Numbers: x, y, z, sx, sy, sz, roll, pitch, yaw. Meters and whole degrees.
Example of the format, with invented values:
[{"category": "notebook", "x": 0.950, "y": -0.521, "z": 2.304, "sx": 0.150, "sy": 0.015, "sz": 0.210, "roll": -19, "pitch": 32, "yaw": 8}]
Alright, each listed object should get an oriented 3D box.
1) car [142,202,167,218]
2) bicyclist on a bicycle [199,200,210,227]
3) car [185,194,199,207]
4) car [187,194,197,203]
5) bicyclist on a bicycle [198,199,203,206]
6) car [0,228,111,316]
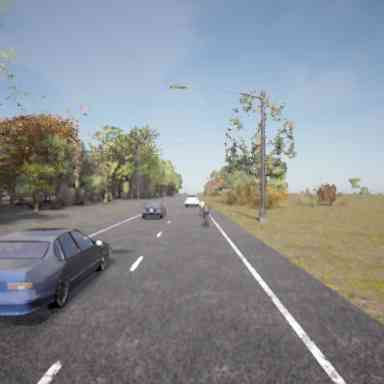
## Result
[{"category": "car", "x": -3.414, "y": 1.607, "z": 30.461, "sx": 2.033, "sy": 1.411, "sz": 5.357, "roll": 0, "pitch": 0, "yaw": 0}, {"category": "bicyclist on a bicycle", "x": 0.956, "y": 1.496, "z": 22.110, "sx": 0.582, "sy": 1.620, "sz": 1.656, "roll": 0, "pitch": 0, "yaw": 0}, {"category": "car", "x": 0.036, "y": 1.334, "z": 55.400, "sx": 2.150, "sy": 2.045, "sz": 5.566, "roll": 0, "pitch": 0, "yaw": 0}, {"category": "car", "x": -0.027, "y": 1.377, "z": 74.979, "sx": 2.150, "sy": 2.045, "sz": 5.566, "roll": 0, "pitch": 0, "yaw": 0}, {"category": "bicyclist on a bicycle", "x": 0.971, "y": 1.500, "z": 31.958, "sx": 0.866, "sy": 1.612, "sz": 1.509, "roll": 0, "pitch": 0, "yaw": 0}, {"category": "car", "x": -3.405, "y": 1.563, "z": 7.823, "sx": 2.033, "sy": 1.411, "sz": 5.357, "roll": 0, "pitch": 0, "yaw": 0}]
